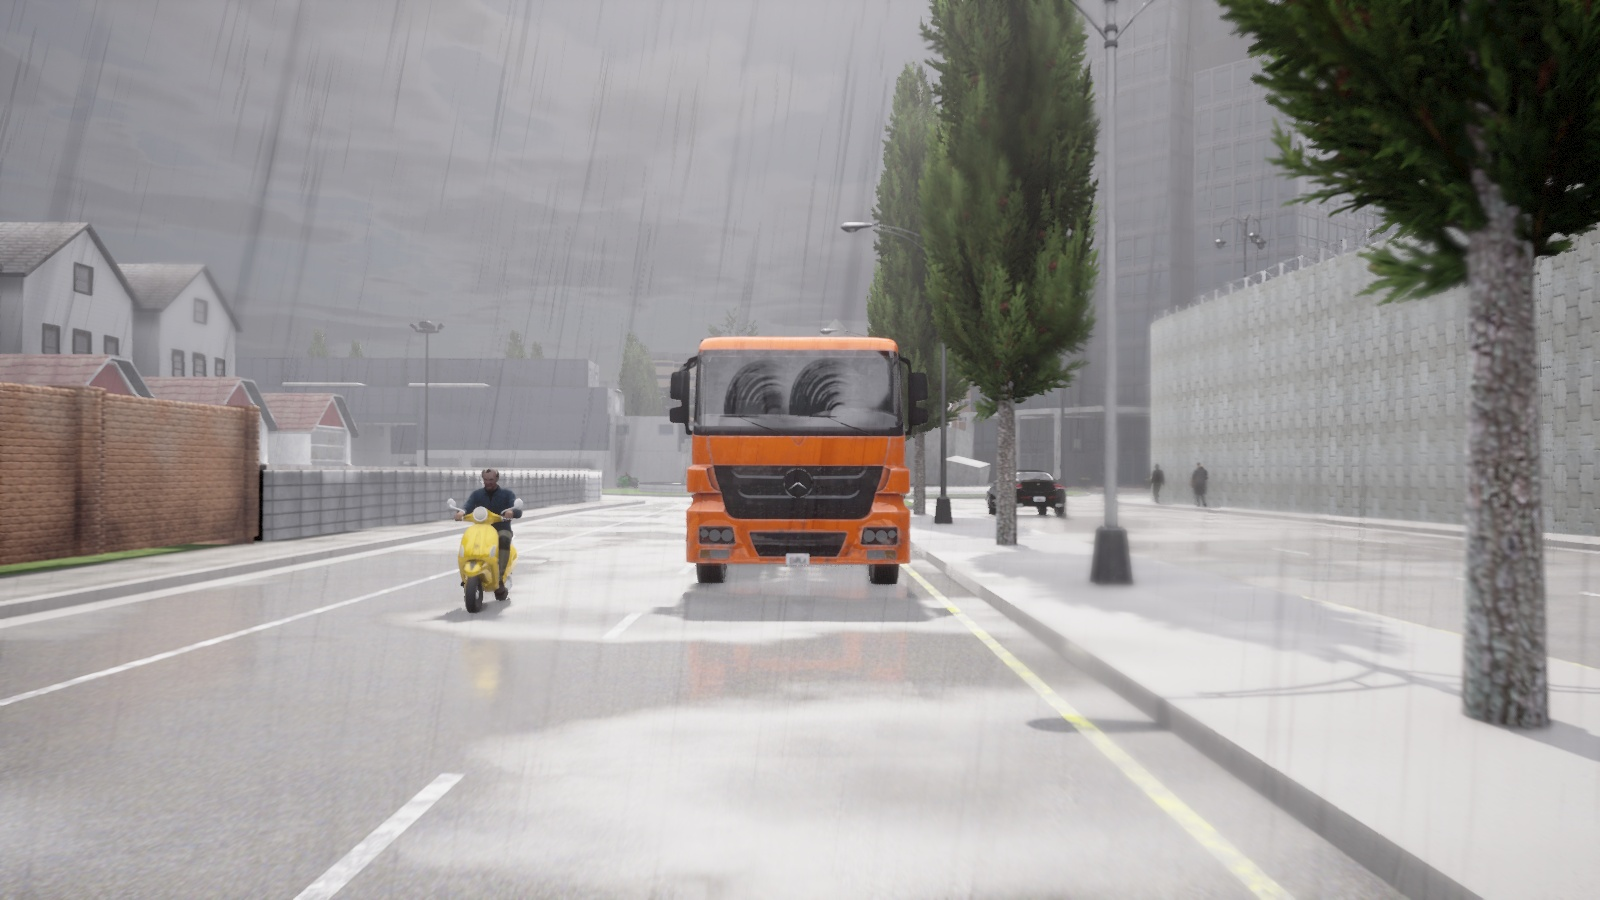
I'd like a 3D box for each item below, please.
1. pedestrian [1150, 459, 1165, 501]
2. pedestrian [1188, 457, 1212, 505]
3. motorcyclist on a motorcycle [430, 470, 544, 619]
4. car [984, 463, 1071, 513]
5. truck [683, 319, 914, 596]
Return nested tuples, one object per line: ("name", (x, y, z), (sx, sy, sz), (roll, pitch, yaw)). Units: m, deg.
("pedestrian", (16.088, 1.351, 56.556), (0.431, 1.840, 0.703), (0, -1, -3))
("pedestrian", (16.378, 1.265, 51.459), (0.659, 1.952, 0.873), (0, -1, -4))
("motorcyclist on a motorcycle", (-3.535, 1.022, 14.331), (0.866, 1.590, 1.817), (0, -1, -1))
("car", (7.958, 1.303, 44.349), (2.152, 1.651, 5.027), (0, -1, 0))
("truck", (-0.022, 0.162, 19.709), (2.891, 3.462, 7.936), (0, -1, 0))
